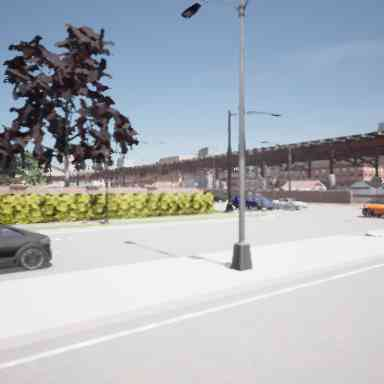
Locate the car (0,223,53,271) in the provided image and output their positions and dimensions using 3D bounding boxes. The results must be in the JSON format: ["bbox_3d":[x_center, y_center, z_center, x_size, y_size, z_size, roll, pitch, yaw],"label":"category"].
[{"bbox_3d":[-6.203,1.562,9.392,4.181,1.385,1.994,0,0,-35],"label":"car"}]

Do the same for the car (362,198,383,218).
[{"bbox_3d":[16.792,1.309,27.678,2.097,1.767,4.553,0,0,-35],"label":"car"}]

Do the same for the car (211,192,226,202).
[{"bbox_3d":[4.846,1.033,69.174,2.150,2.045,5.566,0,1,-35],"label":"car"}]

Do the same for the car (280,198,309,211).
[{"bbox_3d":[11.944,1.478,40.603,1.812,1.442,4.674,0,0,-35],"label":"car"}]

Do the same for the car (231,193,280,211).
[{"bbox_3d":[7.518,1.175,40.789,2.150,2.045,5.566,0,1,-36],"label":"car"}]
